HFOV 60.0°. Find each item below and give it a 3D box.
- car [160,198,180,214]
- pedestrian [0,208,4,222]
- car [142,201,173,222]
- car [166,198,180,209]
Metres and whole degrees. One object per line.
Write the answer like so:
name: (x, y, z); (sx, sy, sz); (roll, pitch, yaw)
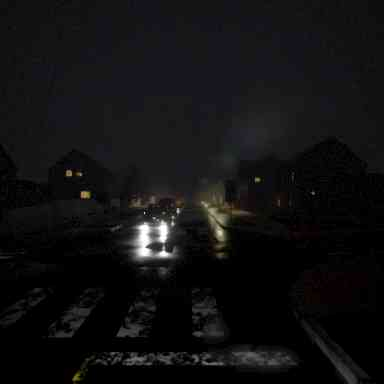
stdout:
car: (-2.823, 1.443, 37.074); (2.097, 1.767, 4.553); (0, 0, 0)
pedestrian: (-9.802, 1.382, 16.625); (0.375, 1.860, 0.375); (0, -3, -1)
car: (-2.829, 1.657, 27.051); (1.895, 1.301, 4.718); (0, 0, 0)
car: (-2.798, 1.626, 50.085); (1.882, 1.535, 5.008); (0, 0, 0)
